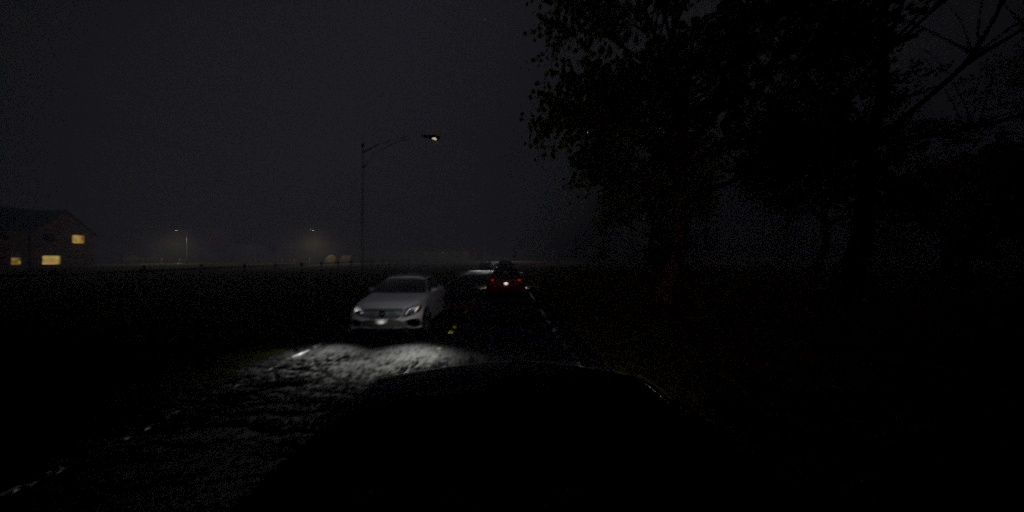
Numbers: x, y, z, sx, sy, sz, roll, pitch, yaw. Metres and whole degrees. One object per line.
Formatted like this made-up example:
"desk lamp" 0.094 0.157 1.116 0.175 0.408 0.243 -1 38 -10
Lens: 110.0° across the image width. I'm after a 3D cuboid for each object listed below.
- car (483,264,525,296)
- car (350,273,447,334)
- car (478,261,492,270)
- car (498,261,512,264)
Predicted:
"car" -0.331 1.312 19.384 1.994 1.385 4.181 0 0 -1
"car" -3.099 1.271 10.716 1.812 1.442 4.674 0 0 -1
"car" -3.938 1.331 52.585 1.895 1.301 4.718 0 0 -1
"car" -0.768 1.247 40.240 1.837 1.490 4.892 0 0 -1
